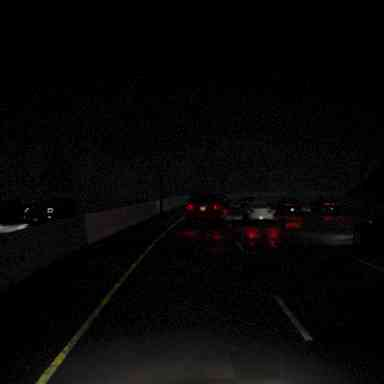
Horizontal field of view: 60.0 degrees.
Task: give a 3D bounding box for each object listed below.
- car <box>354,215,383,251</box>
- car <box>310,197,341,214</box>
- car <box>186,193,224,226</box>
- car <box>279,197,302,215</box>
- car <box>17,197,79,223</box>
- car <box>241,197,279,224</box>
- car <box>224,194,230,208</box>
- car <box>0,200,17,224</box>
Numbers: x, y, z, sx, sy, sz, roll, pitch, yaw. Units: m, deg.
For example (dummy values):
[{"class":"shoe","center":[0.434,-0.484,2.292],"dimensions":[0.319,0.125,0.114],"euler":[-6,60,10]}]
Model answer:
[{"class":"car","center":[7.238,1.387,11.074],"dimensions":[1.882,1.535,5.008],"euler":[0,0,1]},{"class":"car","center":[12.499,1.237,31.315],"dimensions":[2.128,1.511,4.902],"euler":[0,0,8]},{"class":"car","center":[0.864,1.042,22.002],"dimensions":[2.150,2.045,5.566],"euler":[0,0,5]},{"class":"car","center":[8.903,1.253,30.849],"dimensions":[1.837,1.490,4.892],"euler":[0,0,8]},{"class":"car","center":[-9.718,1.160,23.272],"dimensions":[2.097,1.767,4.553],"euler":[0,1,5]},{"class":"car","center":[4.472,1.339,22.796],"dimensions":[1.812,1.442,4.674],"euler":[0,0,5]},{"class":"car","center":[3.545,1.014,41.381],"dimensions":[2.097,1.767,4.553],"euler":[0,0,10]},{"class":"car","center":[-13.220,1.333,23.408],"dimensions":[1.812,1.442,4.674],"euler":[0,0,5]}]
